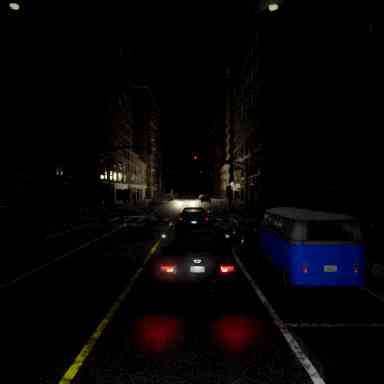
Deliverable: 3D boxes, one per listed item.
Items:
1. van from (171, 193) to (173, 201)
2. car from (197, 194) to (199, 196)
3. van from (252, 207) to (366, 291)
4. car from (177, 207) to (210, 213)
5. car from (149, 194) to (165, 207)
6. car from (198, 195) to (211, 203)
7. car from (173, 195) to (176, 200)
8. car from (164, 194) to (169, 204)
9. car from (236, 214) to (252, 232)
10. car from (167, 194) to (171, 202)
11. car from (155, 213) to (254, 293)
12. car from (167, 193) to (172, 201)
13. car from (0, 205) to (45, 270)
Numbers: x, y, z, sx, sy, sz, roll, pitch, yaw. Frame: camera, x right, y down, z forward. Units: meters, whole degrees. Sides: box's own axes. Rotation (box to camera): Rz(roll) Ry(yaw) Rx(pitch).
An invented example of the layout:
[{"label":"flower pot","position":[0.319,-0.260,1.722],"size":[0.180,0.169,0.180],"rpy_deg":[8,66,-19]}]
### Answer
[{"label":"van","position":[-5.670,1.305,74.149],"size":[1.690,1.788,3.998],"rpy_deg":[0,0,0]},{"label":"car","position":[2.856,1.516,79.632],"size":[2.008,1.369,4.403],"rpy_deg":[0,0,0]},{"label":"van","position":[2.855,1.339,8.697],"size":[1.690,1.788,3.998],"rpy_deg":[0,0,0]},{"label":"car","position":[0.101,1.557,19.287],"size":[1.994,1.385,4.181],"rpy_deg":[0,0,0]},{"label":"car","position":[-5.669,1.493,52.176],"size":[1.752,1.417,4.829],"rpy_deg":[0,0,0]},{"label":"car","position":[2.855,1.403,68.734],"size":[1.967,1.590,4.097],"rpy_deg":[0,0,0]},{"label":"car","position":[-5.669,1.516,79.600],"size":[2.008,1.369,4.403],"rpy_deg":[0,0,0]},{"label":"car","position":[-5.669,1.516,57.797],"size":[2.008,1.369,4.403],"rpy_deg":[0,0,0]},{"label":"car","position":[2.856,1.562,14.358],"size":[1.947,1.339,4.313],"rpy_deg":[0,0,0]},{"label":"car","position":[-5.669,1.509,63.248],"size":[1.887,1.381,4.507],"rpy_deg":[0,0,0]},{"label":"car","position":[0.101,1.546,8.968],"size":[2.033,1.411,5.357],"rpy_deg":[0,0,0]},{"label":"car","position":[-5.669,1.508,68.699],"size":[1.887,1.381,4.507],"rpy_deg":[0,0,0]},{"label":"car","position":[-5.670,1.313,8.657],"size":[2.192,1.841,5.009],"rpy_deg":[0,0,0]}]
